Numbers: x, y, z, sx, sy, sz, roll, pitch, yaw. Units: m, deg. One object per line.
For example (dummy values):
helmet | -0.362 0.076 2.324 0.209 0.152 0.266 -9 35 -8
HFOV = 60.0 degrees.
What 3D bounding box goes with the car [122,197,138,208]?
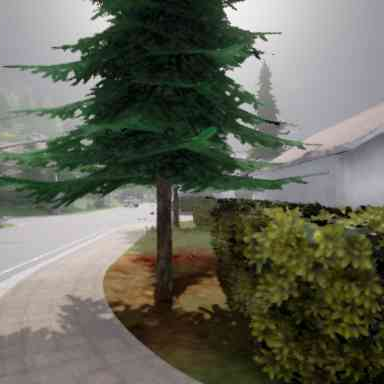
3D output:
car | -11.634 1.873 62.810 2.150 2.045 5.566 -1 -1 0
